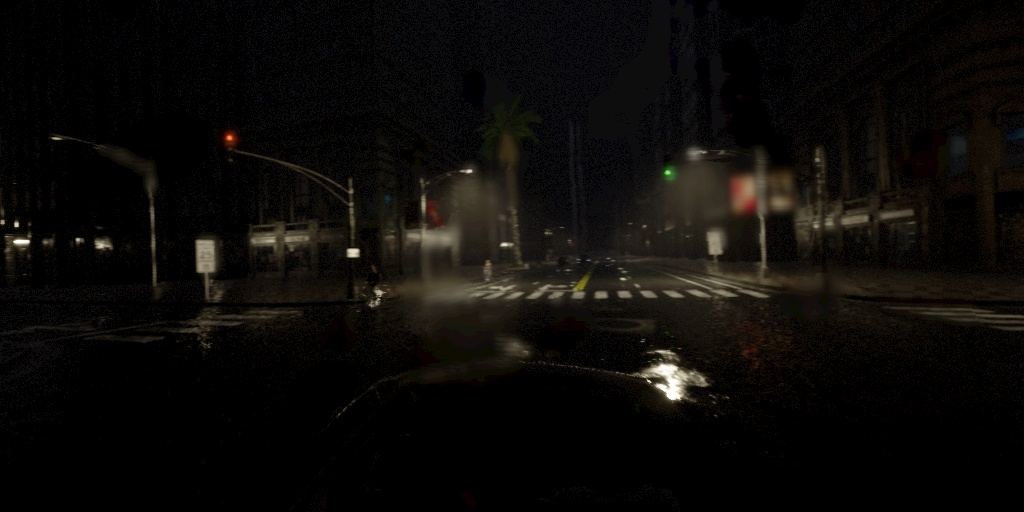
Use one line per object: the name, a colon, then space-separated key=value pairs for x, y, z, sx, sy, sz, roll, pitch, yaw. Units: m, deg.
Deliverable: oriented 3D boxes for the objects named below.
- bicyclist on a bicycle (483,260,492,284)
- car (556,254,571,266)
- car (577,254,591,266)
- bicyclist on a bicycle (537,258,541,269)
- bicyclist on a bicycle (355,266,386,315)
bicyclist on a bicycle: x=-1.869 y=1.183 z=27.147 sx=0.659 sy=1.776 sz=1.843 roll=-2 pitch=0 yaw=15
car: x=8.694 y=0.891 z=59.506 sx=1.837 sy=1.490 sz=4.892 roll=-2 pitch=0 yaw=14
car: x=11.842 y=0.615 z=58.732 sx=2.097 sy=1.767 sz=4.553 roll=-2 pitch=0 yaw=14
bicyclist on a bicycle: x=3.770 y=1.038 z=49.286 sx=0.582 sy=1.620 sz=1.656 roll=-2 pitch=-3 yaw=14
bicyclist on a bicycle: x=-5.330 y=1.247 z=13.503 sx=0.659 sy=1.776 sz=1.843 roll=-1 pitch=0 yaw=14
